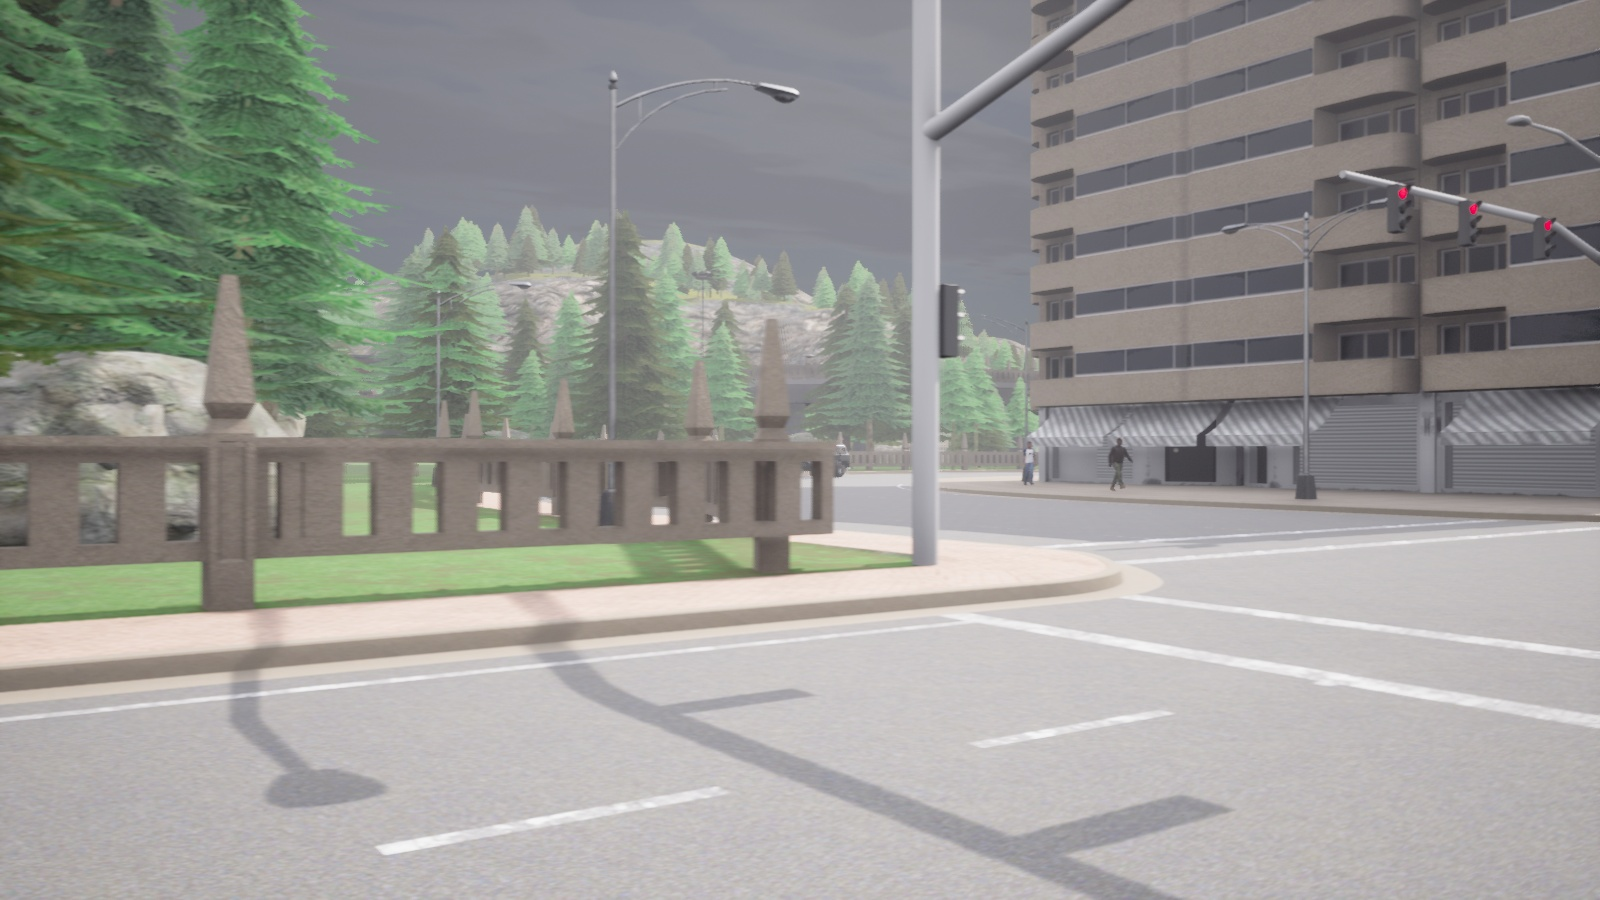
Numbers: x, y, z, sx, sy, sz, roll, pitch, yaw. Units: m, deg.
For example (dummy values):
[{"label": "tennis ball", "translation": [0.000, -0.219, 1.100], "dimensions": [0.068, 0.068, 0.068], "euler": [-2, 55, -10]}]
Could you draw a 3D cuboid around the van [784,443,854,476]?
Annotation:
[{"label": "van", "translation": [1.218, 0.603, 79.028], "dimensions": [2.069, 2.038, 4.480], "euler": [0, 0, 39]}]

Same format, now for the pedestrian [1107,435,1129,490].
[{"label": "pedestrian", "translation": [10.794, 0.424, 42.631], "dimensions": [0.431, 1.840, 0.703], "euler": [0, 0, -17]}]

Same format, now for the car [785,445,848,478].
[{"label": "car", "translation": [0.977, 0.660, 72.428], "dimensions": [1.905, 1.878, 3.866], "euler": [0, 0, 31]}]

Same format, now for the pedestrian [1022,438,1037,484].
[{"label": "pedestrian", "translation": [9.189, 0.447, 50.318], "dimensions": [0.354, 1.836, 0.706], "euler": [0, 0, -9]}]
